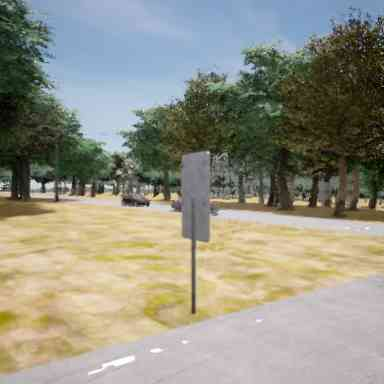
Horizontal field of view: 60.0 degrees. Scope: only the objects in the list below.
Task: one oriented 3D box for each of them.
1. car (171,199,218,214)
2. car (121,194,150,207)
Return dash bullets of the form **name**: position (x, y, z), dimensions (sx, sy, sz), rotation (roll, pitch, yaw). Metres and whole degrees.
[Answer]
- **car**: position (0.081, 1.257, 31.627), dimensions (2.033, 1.411, 5.357), rotation (0, 1, -37)
- **car**: position (-6.944, 0.979, 40.732), dimensions (1.882, 1.535, 5.008), rotation (0, 1, -38)
